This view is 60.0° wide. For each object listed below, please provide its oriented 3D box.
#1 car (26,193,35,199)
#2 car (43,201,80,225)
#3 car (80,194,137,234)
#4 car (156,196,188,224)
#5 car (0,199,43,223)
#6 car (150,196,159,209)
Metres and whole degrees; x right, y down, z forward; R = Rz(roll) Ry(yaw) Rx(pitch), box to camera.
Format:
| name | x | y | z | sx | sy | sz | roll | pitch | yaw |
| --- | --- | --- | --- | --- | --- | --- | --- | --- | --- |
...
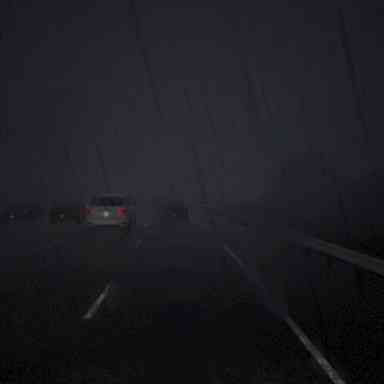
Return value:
| name | x | y | z | sx | sy | sz | roll | pitch | yaw |
| --- | --- | --- | --- | --- | --- | --- | --- | --- | --- |
| car | -39.772 | 0.969 | 82.155 | 1.882 | 1.535 | 5.008 | 0 | 0 | -24 |
| car | -8.372 | 1.335 | 23.086 | 1.882 | 1.535 | 5.008 | 0 | 0 | -7 |
| car | -4.386 | 1.101 | 18.619 | 2.150 | 2.045 | 5.566 | 0 | 0 | -6 |
| car | -1.368 | 1.318 | 23.384 | 1.882 | 1.535 | 5.008 | 0 | 0 | -6 |
| car | -11.995 | 1.385 | 23.938 | 1.812 | 1.442 | 4.674 | 0 | 0 | -7 |
| car | -4.033 | 1.205 | 40.527 | 1.882 | 1.535 | 5.008 | 0 | 0 | -11 |
